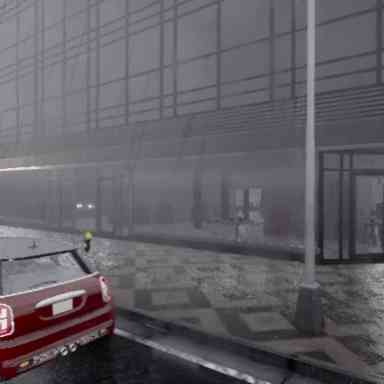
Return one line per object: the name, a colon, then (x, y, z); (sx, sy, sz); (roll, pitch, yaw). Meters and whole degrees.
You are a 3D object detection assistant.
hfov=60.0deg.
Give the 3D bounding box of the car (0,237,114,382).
car: (-3.169, 1.431, 5.216); (4.097, 1.590, 1.967); (0, 0, 35)
